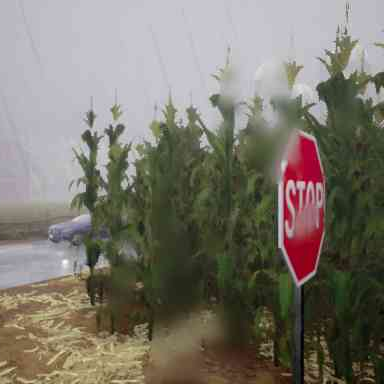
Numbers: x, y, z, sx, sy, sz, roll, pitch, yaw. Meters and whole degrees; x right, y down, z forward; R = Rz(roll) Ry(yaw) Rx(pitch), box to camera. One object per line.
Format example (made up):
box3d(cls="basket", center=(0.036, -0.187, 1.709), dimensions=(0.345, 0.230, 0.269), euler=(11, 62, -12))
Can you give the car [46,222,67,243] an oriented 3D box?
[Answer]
box3d(cls="car", center=(-4.935, 1.726, 16.745), dimensions=(1.812, 1.442, 4.674), euler=(0, 0, 35))
